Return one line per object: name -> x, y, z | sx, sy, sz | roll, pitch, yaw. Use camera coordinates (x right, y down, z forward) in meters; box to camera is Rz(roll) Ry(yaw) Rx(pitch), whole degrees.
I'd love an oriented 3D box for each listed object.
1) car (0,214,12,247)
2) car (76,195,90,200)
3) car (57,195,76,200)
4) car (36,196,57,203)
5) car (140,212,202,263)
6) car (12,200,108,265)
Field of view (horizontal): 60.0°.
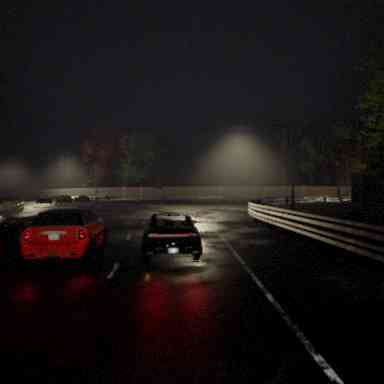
car -> -7.912, 1.504, 12.458 | 2.128, 1.511, 4.902 | 0, 0, -7
car -> -21.765, 1.452, 65.846 | 1.837, 1.490, 4.892 | 0, 0, -39
car -> -24.573, 1.339, 63.756 | 2.097, 1.767, 4.553 | 0, 0, -39
car -> -27.416, 1.511, 61.715 | 2.128, 1.511, 4.902 | 0, 0, -39
car -> -0.814, 1.477, 12.015 | 2.128, 1.511, 4.902 | 0, 0, -7
car -> -4.343, 1.352, 11.969 | 2.097, 1.767, 4.553 | 0, 0, -7
